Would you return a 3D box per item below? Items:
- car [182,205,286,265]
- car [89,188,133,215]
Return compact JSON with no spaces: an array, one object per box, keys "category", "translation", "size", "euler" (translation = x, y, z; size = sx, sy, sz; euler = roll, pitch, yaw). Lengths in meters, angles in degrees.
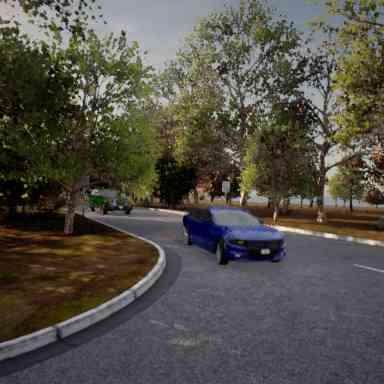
[{"category":"car","translation":[1.123,1.224,10.927],"size":[1.882,1.535,5.008],"euler":[2,0,-18]},{"category":"car","translation":[-6.603,0.695,26.681],"size":[2.150,2.045,5.566],"euler":[2,1,-31]}]
